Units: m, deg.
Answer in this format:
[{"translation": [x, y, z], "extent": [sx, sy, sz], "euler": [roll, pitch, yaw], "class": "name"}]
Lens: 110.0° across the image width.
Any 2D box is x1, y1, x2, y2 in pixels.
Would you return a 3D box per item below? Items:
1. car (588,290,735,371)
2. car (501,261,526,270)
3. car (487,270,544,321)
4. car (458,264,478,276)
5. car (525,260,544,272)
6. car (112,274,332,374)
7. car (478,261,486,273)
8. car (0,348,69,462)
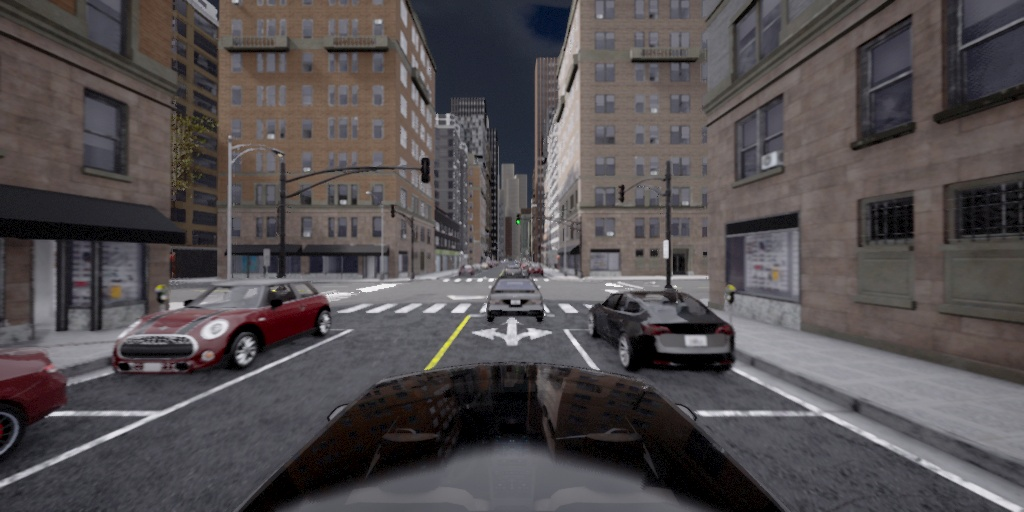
[{"translation": [2.858, 1.370, 7.640], "extent": [1.948, 1.339, 4.313], "euler": [0, 0, 0], "class": "car"}, {"translation": [0.127, 1.595, 38.434], "extent": [2.128, 1.511, 4.902], "euler": [0, -1, 0], "class": "car"}, {"translation": [0.102, 1.399, 12.852], "extent": [2.033, 1.411, 5.357], "euler": [0, -1, 0], "class": "car"}, {"translation": [-5.626, 1.754, 44.742], "extent": [1.802, 1.307, 4.207], "euler": [0, 0, 0], "class": "car"}, {"translation": [2.899, 1.612, 44.728], "extent": [1.967, 1.591, 4.097], "euler": [0, 0, 0], "class": "car"}, {"translation": [-5.667, 1.244, 7.642], "extent": [1.967, 1.591, 4.097], "euler": [0, 0, 0], "class": "car"}, {"translation": [-5.604, 1.839, 55.558], "extent": [2.007, 1.370, 4.403], "euler": [0, 0, 0], "class": "car"}, {"translation": [-5.668, 1.336, 2.141], "extent": [1.802, 1.307, 4.207], "euler": [0, 0, 0], "class": "car"}]
